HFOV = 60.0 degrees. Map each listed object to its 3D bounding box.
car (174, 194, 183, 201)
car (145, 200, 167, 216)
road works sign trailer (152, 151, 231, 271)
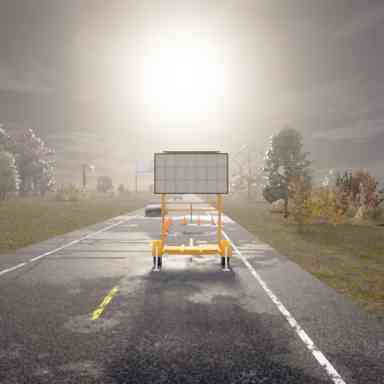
[{"bbox_3d":[-3.658,1.290,90.823,2.150,2.045,5.566,0,0,0],"label":"car"},{"bbox_3d":[-3.559,1.559,33.597,2.033,1.411,5.357,0,0,0],"label":"car"},{"bbox_3d":[-0.019,0.465,10.890,2.380,3.560,2.880,0,0,0],"label":"road works sign trailer"}]
